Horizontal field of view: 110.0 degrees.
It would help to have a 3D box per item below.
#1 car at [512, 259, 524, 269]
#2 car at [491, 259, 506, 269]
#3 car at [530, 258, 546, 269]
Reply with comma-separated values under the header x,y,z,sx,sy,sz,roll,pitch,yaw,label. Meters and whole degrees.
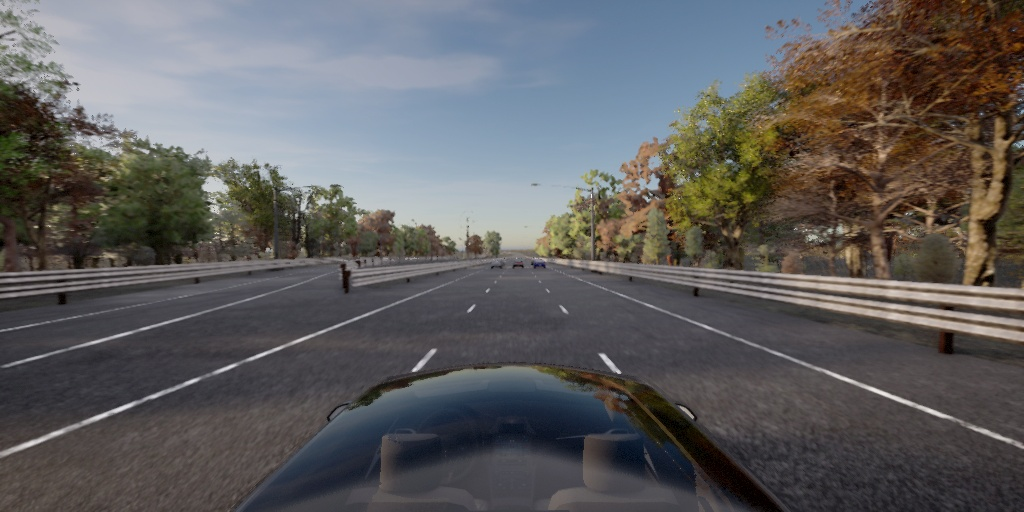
x,y,z,sx,sy,sz,roll,pitch,yaw,label
1.006,1.323,59.297,1.837,1.490,4.892,-1,0,1,car
-2.493,1.398,59.361,2.033,1.411,5.357,-1,0,1,car
4.504,1.265,59.233,1.882,1.535,5.008,-1,0,1,car
